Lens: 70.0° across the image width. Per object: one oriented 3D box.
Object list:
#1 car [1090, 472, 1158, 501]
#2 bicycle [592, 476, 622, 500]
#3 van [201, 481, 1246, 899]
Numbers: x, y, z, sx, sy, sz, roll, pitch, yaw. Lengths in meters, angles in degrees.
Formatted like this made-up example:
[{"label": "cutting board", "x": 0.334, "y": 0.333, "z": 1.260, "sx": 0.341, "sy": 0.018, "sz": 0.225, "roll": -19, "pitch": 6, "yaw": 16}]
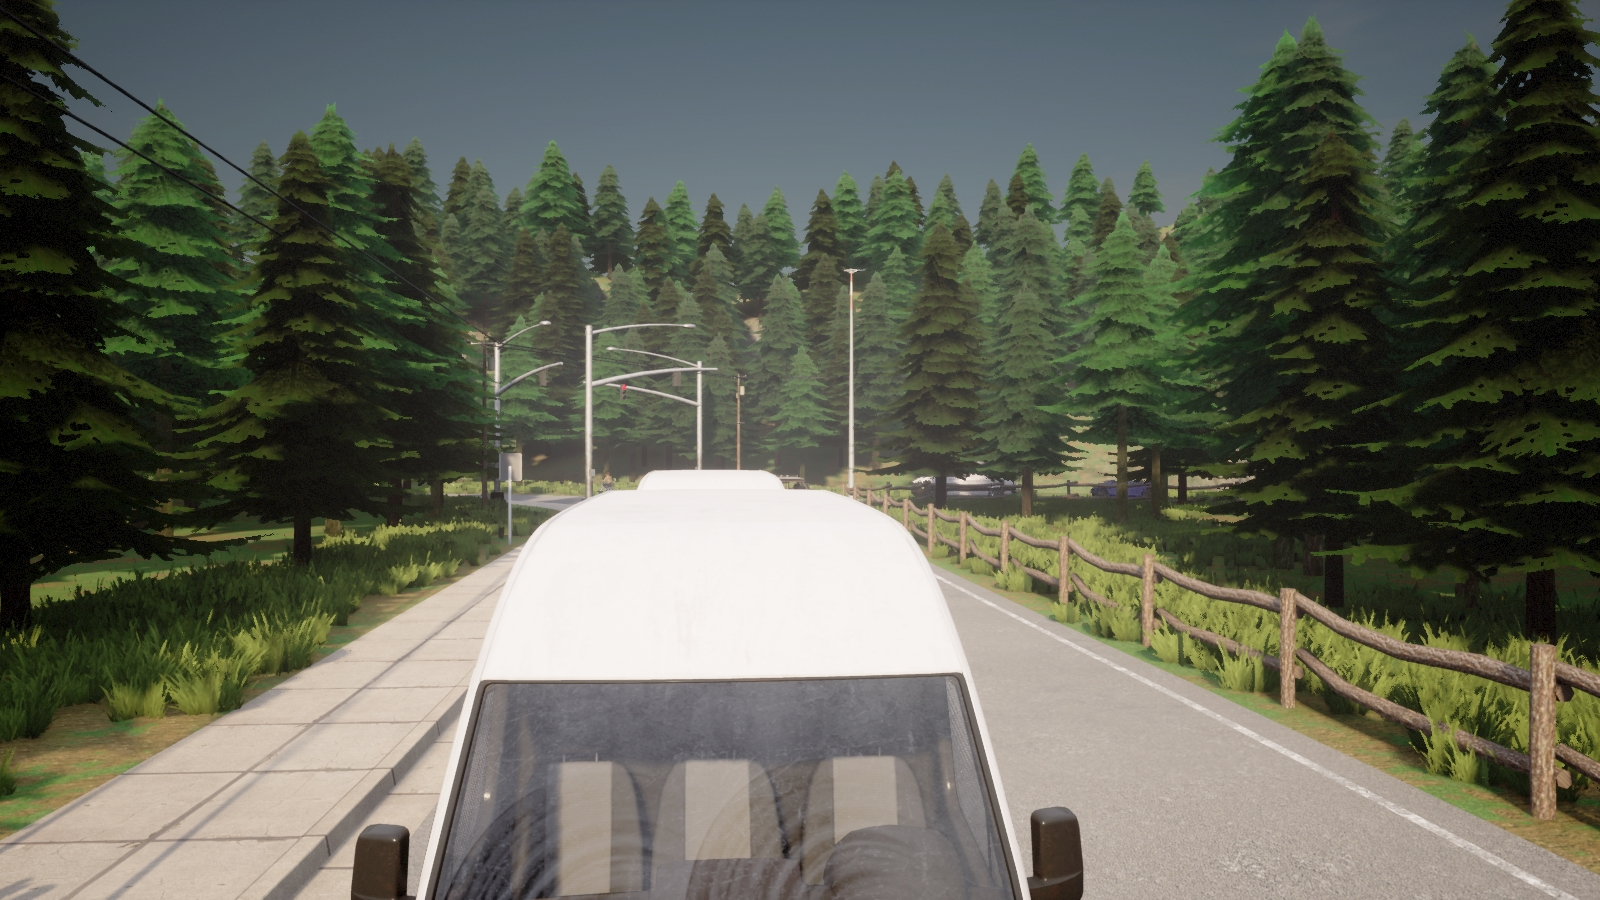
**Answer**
[{"label": "car", "x": 18.236, "y": 2.038, "z": 64.335, "sx": 3.633, "sy": 1.501, "sz": 1.845, "roll": 0, "pitch": 0, "yaw": 18}, {"label": "bicycle", "x": -10.948, "y": 2.131, "z": 64.675, "sx": 1.487, "sy": 1.276, "sz": 0.859, "roll": 0, "pitch": 0, "yaw": 35}, {"label": "van", "x": -0.345, "y": 1.499, "z": 5.128, "sx": 1.988, "sy": 2.561, "sz": 5.915, "roll": 0, "pitch": 0, "yaw": -5}]
